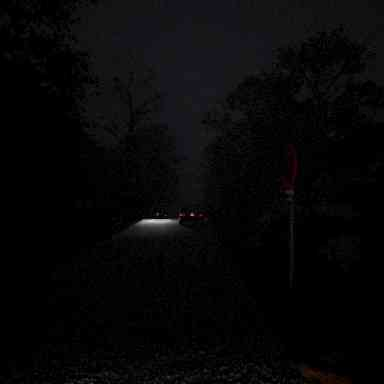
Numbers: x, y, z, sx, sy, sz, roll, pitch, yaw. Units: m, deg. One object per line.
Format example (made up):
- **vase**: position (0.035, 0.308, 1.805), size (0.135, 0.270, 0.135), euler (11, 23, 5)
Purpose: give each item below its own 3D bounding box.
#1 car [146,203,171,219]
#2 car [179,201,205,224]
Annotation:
- **car**: position (-2.956, 1.731, 30.458), size (1.994, 1.385, 4.181), euler (0, 0, 0)
- **car**: position (0.002, 1.676, 25.841), size (2.033, 1.411, 5.357), euler (0, 0, 0)
